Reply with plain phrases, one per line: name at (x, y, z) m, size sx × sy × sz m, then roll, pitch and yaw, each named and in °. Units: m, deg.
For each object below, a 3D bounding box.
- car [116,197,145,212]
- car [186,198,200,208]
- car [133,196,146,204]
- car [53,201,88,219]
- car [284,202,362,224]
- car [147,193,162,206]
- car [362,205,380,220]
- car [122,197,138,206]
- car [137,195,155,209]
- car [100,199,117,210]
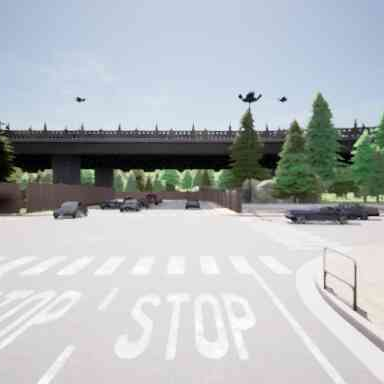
car at (-7.060, 1.604, 38.686) m, size 1.994 × 1.385 × 4.181 m, roll 0°, pitch 0°, yaw 0°
car at (0.097, 1.615, 48.615) m, size 1.994 × 1.385 × 4.181 m, roll 0°, pitch 0°, yaw 0°
car at (-10.522, 1.595, 66.852) m, size 1.812 × 1.442 × 4.674 m, roll 0°, pitch 0°, yaw 0°
car at (-10.598, 1.545, 29.377) m, size 1.812 × 1.442 × 4.674 m, roll 0°, pitch 0°, yaw 0°
car at (9.038, 1.571, 23.644) m, size 4.718 × 1.301 × 1.895 m, roll 0°, pitch 0°, yaw 1°
car at (-7.005, 1.282, 58.010) m, size 2.150 × 2.045 × 5.566 m, roll 0°, pitch 0°, yaw 0°
car at (12.217, 1.521, 26.992) m, size 5.357 × 1.411 × 2.033 m, roll 0°, pitch 0°, yaw 2°
car at (-10.507, 1.584, 56.294) m, size 1.812 × 1.442 × 4.674 m, roll 0°, pitch 0°, yaw 0°
car at (-7.004, 1.597, 47.915) m, size 2.033 × 1.411 × 5.357 m, roll 0°, pitch 0°, yaw 0°
car at (-10.536, 1.610, 43.578) m, size 1.994 × 1.385 × 4.181 m, roll 0°, pitch 0°, yaw 1°
